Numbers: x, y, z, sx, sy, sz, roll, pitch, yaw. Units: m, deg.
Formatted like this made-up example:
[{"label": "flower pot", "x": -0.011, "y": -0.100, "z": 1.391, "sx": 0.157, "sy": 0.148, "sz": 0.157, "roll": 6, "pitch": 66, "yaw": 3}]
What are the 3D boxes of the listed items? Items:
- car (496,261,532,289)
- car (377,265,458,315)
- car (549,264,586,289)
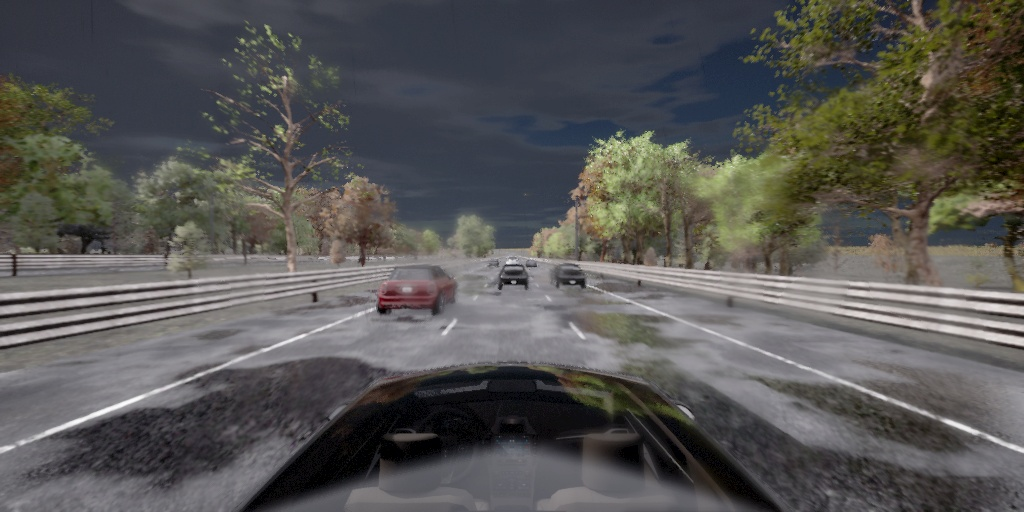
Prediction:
[{"label": "car", "x": 0.098, "y": 1.280, "z": 23.609, "sx": 1.837, "sy": 1.490, "sz": 4.892, "roll": 0, "pitch": 0, "yaw": 0}, {"label": "car", "x": -3.401, "y": 1.115, "z": 13.756, "sx": 2.097, "sy": 1.767, "sz": 4.553, "roll": 0, "pitch": 0, "yaw": 0}, {"label": "car", "x": 3.597, "y": 1.281, "z": 23.651, "sx": 1.837, "sy": 1.490, "sz": 4.892, "roll": 0, "pitch": 0, "yaw": 0}]
